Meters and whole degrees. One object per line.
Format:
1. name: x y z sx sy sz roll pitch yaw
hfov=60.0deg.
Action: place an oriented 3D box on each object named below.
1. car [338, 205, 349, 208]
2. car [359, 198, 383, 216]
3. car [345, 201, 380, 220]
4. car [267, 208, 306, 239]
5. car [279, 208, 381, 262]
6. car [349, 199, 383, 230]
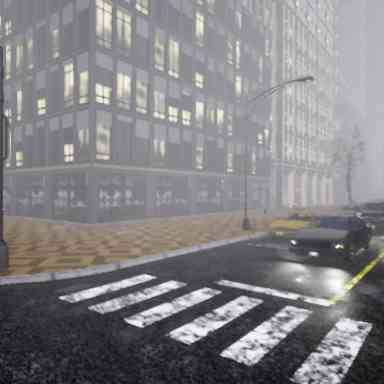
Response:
1. car: 11.469 1.592 24.458 1.802 1.307 4.206 0 0 38
2. car: 18.253 1.460 33.279 1.967 1.590 4.097 0 0 38
3. car: 14.861 1.559 28.869 1.887 1.381 4.507 0 0 38
4. car: 5.364 1.527 16.733 1.752 1.417 4.829 0 0 38
5. car: 5.432 1.555 12.564 2.033 1.411 5.357 0 0 38
6. car: 11.407 1.367 20.325 2.097 1.767 4.553 0 0 38
